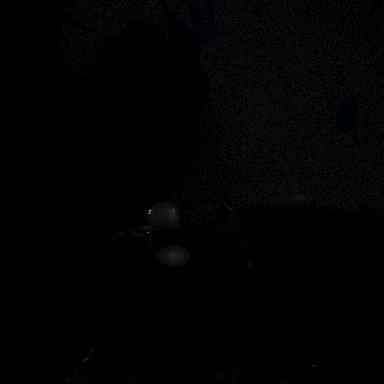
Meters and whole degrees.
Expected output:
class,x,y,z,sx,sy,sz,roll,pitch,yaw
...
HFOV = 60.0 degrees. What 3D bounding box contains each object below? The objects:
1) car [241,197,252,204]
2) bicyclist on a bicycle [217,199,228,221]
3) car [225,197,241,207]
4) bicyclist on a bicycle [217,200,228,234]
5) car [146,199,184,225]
class,x,y,z,sx,sy,sz,roll,pitch,yaw
car,11.211,1.934,72.789,2.033,1.411,5.357,0,-1,18
bicyclist on a bicycle,2.452,1.405,26.451,0.866,1.612,1.509,0,0,6
car,6.674,1.667,55.357,1.837,1.490,4.892,0,0,13
bicyclist on a bicycle,1.612,1.401,17.759,0.582,1.620,1.656,0,0,4
car,-1.802,1.307,23.514,2.097,1.767,4.553,0,0,6
